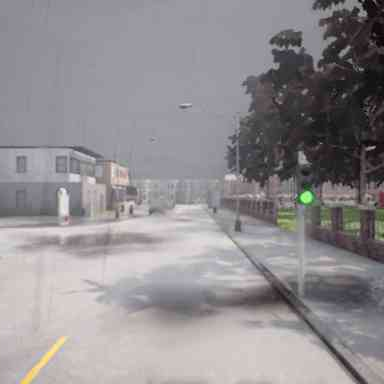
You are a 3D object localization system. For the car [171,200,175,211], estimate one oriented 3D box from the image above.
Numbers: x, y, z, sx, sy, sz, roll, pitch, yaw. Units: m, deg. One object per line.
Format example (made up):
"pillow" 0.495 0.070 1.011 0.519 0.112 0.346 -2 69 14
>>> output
"car" -4.069 1.954 50.518 2.097 1.767 4.553 0 -1 0

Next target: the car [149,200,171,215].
"car" -4.080 2.030 40.414 2.033 1.411 5.357 0 -1 0
